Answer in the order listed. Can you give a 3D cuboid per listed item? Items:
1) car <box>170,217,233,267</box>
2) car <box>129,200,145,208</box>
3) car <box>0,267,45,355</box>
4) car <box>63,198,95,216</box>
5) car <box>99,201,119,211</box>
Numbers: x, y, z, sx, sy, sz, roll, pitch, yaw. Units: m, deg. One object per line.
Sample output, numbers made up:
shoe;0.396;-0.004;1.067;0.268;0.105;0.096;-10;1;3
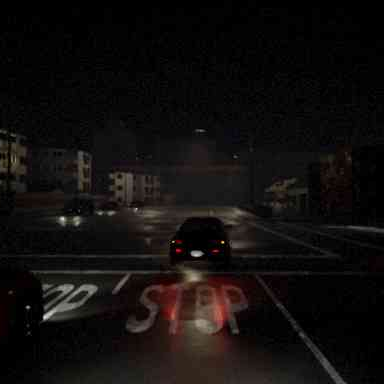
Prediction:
car;0.416;1.598;11.627;1.812;1.442;4.674;0;-1;7
car;-10.910;2.431;66.148;1.837;1.490;4.892;0;-1;15
car;-3.425;1.364;3.520;2.097;1.767;4.553;0;0;0
car;-13.487;1.720;40.030;2.150;2.045;5.566;0;-1;3
car;-12.814;2.168;51.742;1.882;1.535;5.008;0;-1;4
